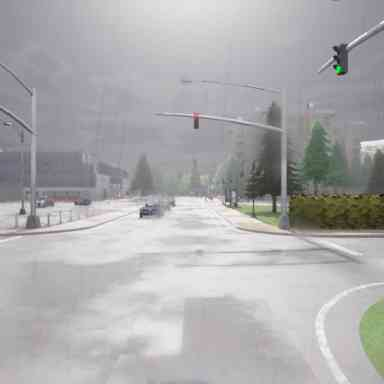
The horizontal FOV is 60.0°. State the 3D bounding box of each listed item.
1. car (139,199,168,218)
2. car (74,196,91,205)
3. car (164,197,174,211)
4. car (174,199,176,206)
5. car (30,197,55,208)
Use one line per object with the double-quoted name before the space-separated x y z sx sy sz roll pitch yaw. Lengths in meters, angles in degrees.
"car" -3.581 1.601 30.276 1.895 1.301 4.718 0 0 0
"car" -17.424 1.374 53.040 1.845 1.501 3.633 0 0 0
"car" -3.568 1.564 40.272 1.994 1.385 4.181 0 0 0
"car" -3.520 1.478 50.799 1.882 1.535 5.008 0 0 0
"car" -20.481 1.384 45.651 1.970 1.475 3.806 0 0 0
